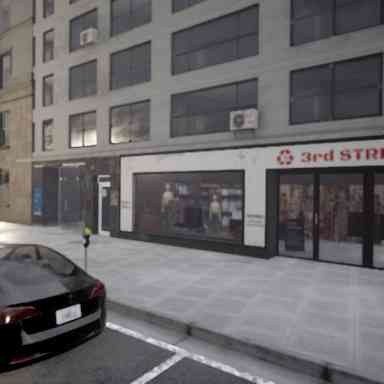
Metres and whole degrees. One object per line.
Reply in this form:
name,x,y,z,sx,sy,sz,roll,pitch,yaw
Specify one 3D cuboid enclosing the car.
car,-3.184,1.478,5.239,4.313,1.339,1.947,1,0,36
